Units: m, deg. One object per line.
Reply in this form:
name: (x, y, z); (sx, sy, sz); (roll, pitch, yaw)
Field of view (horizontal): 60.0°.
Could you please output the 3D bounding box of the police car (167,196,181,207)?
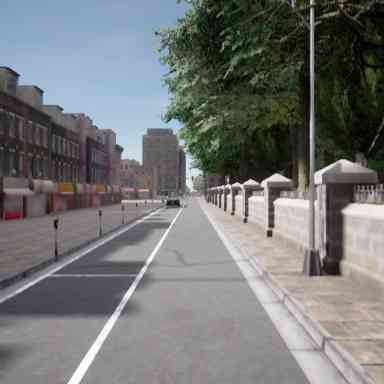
police car: (-2.750, 1.433, 50.249); (1.930, 1.638, 5.238); (0, 0, 0)
